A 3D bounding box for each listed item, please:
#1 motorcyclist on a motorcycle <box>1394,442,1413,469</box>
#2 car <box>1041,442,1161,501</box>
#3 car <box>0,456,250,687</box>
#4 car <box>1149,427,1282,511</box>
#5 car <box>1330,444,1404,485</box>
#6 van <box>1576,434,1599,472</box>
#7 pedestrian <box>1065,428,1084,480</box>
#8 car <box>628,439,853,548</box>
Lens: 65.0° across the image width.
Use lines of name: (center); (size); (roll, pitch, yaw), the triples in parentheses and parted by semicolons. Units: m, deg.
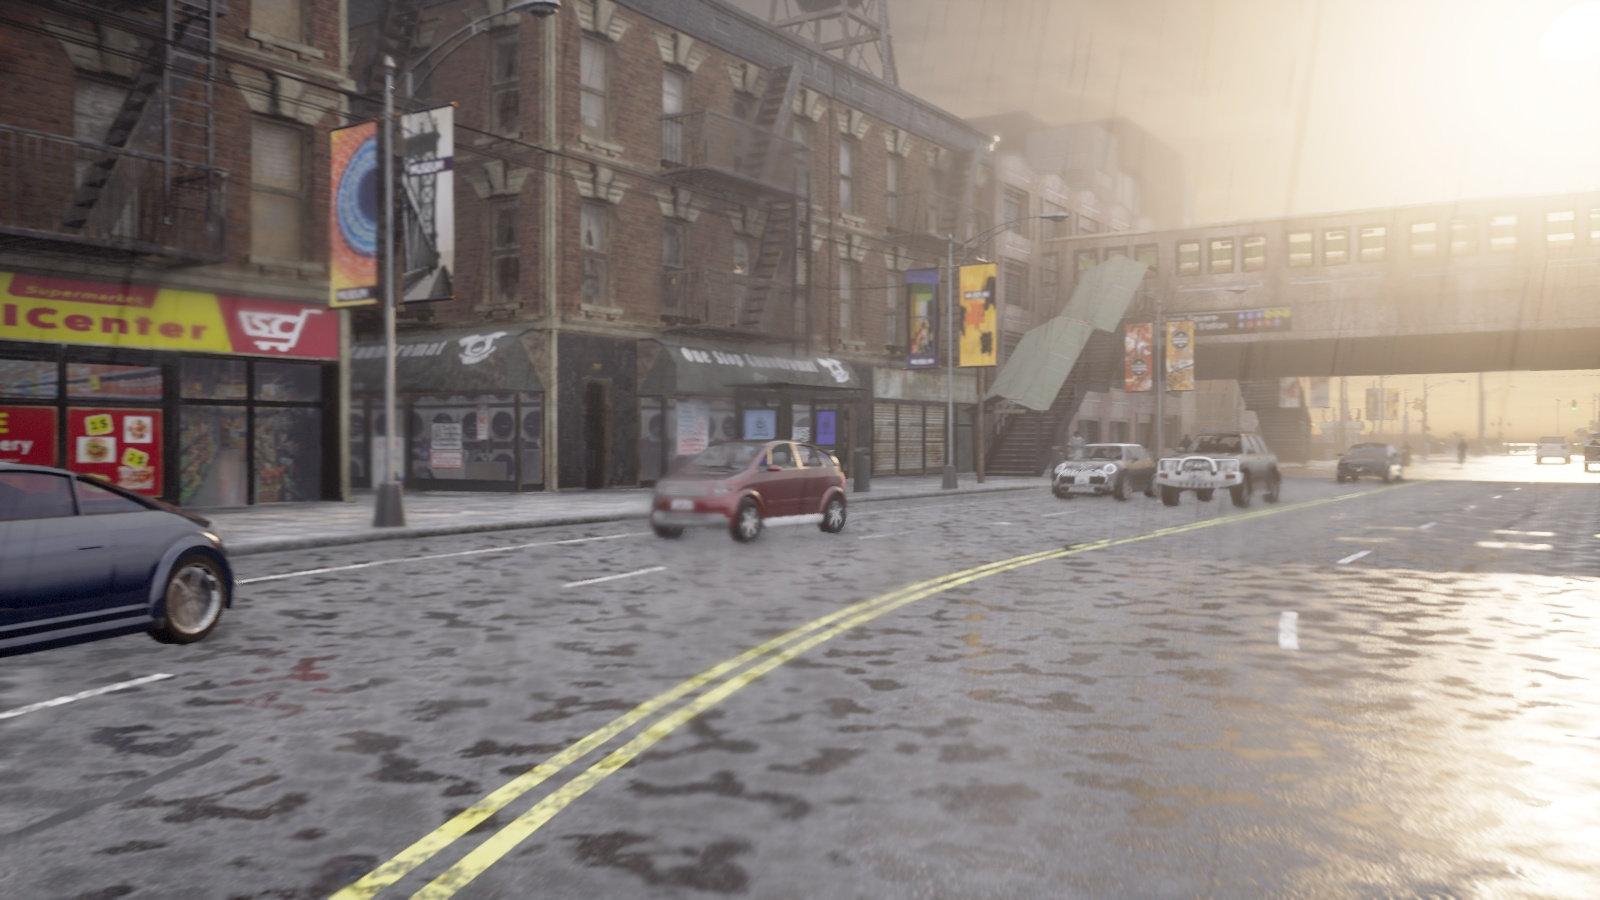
motorcyclist on a motorcycle: (38.105, 0.325, 79.266); (0.766, 1.649, 2.350); (0, 1, 33)
car: (8.156, 0.537, 33.788); (1.970, 1.475, 3.806); (0, 0, 33)
car: (-5.813, 0.753, 8.058); (1.994, 1.385, 4.181); (0, 0, 15)
car: (10.158, 0.411, 30.455); (1.932, 1.855, 4.605); (0, 0, 33)
car: (21.855, 0.522, 48.321); (1.837, 1.490, 4.892); (0, 0, 33)
van: (44.077, 0.167, 69.229); (2.069, 2.038, 4.480); (0, 0, 33)
pedestrian: (10.586, 0.150, 48.495); (0.659, 1.952, 0.873); (0, 0, 16)
car: (-0.849, 0.610, 19.915); (1.789, 1.549, 3.705); (0, 0, 32)
